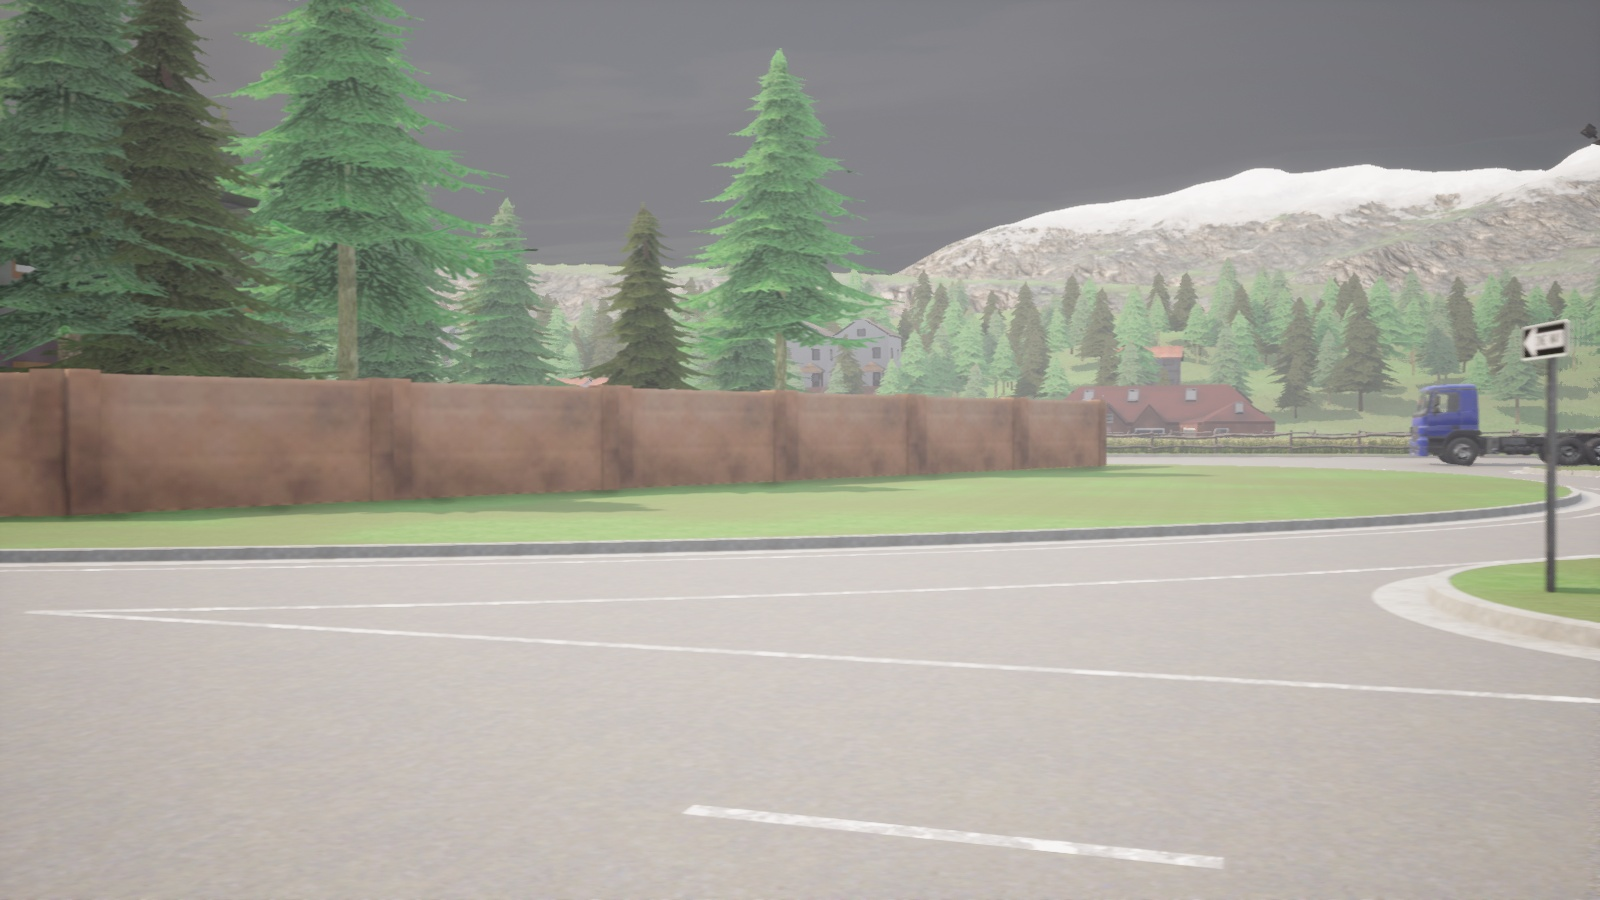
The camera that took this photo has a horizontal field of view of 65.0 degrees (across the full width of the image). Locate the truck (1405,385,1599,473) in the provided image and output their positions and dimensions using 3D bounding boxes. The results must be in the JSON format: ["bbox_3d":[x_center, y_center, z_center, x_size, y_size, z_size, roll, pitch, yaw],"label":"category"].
[{"bbox_3d":[29.582,-0.876,51.907,7.936,3.462,2.891,1,1,19],"label":"truck"}]
